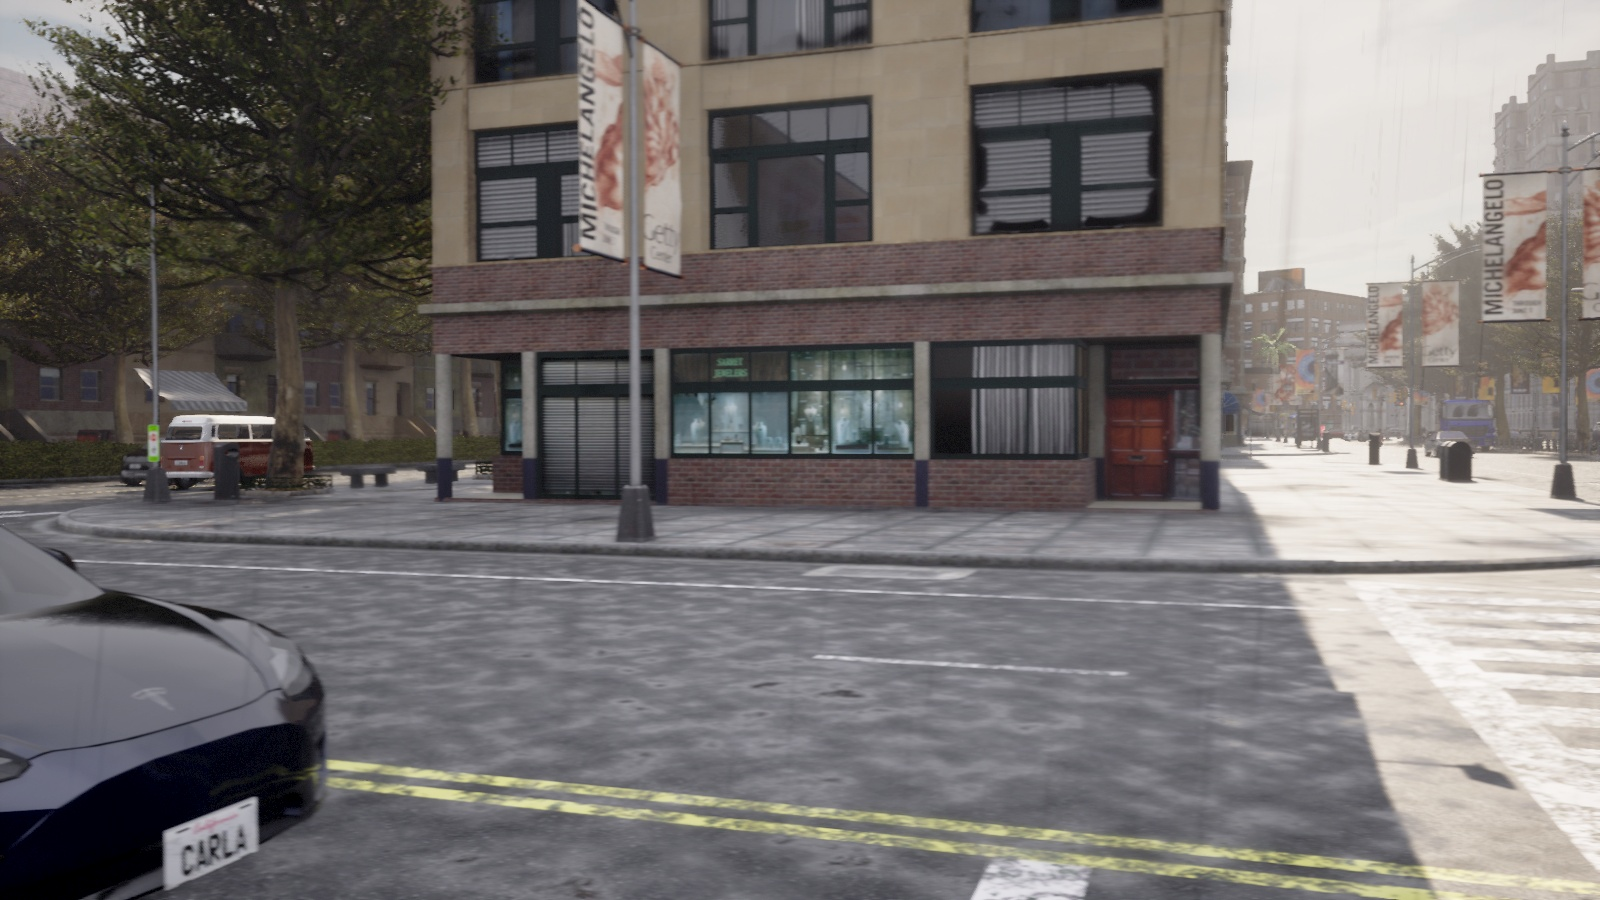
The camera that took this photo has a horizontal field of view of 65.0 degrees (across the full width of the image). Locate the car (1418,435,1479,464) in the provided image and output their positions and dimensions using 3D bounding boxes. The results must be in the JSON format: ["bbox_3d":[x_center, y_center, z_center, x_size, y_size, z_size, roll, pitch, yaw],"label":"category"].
[{"bbox_3d":[34.146,-0.060,66.217,2.033,1.411,5.357,1,1,18],"label":"car"}]

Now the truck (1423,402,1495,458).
[{"bbox_3d":[43.364,-1.321,82.840,2.891,3.462,7.936,1,1,18],"label":"truck"}]

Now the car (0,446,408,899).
[{"bbox_3d":[-4.131,0.738,4.582,4.792,1.488,2.163,1,1,18],"label":"car"}]

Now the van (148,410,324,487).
[{"bbox_3d":[-15.942,-0.079,35.776,2.069,2.038,4.480,1,1,18],"label":"van"}]

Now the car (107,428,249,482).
[{"bbox_3d":[-18.832,0.130,38.187,1.789,1.549,3.705,1,1,18],"label":"car"}]
